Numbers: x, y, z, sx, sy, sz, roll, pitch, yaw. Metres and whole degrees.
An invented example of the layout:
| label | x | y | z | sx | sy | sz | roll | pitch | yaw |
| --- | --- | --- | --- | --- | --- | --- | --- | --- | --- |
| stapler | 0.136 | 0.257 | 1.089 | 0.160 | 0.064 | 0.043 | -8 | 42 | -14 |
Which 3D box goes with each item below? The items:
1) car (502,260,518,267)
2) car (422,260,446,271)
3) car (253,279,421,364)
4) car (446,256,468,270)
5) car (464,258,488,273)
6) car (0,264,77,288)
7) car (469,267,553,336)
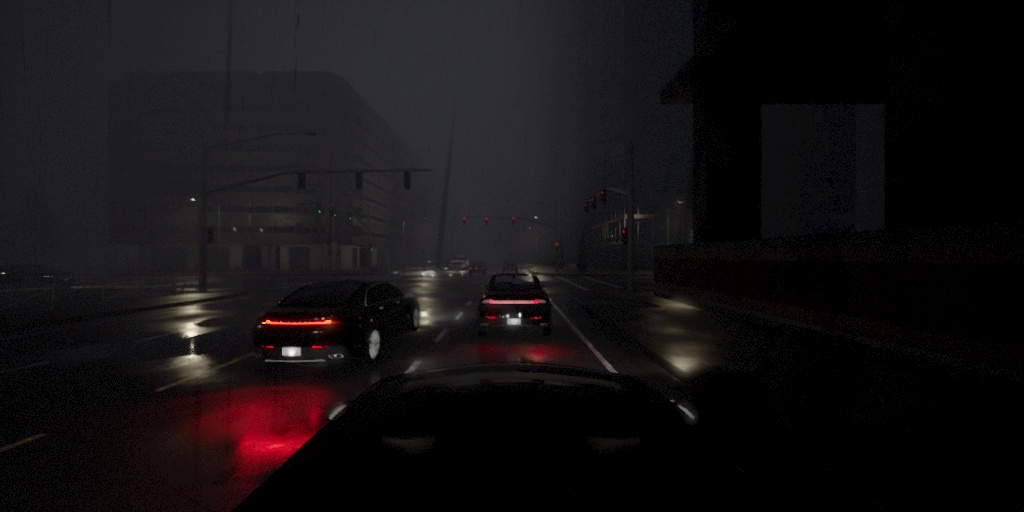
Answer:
| label | x | y | z | sx | sy | sz | roll | pitch | yaw |
| --- | --- | --- | --- | --- | --- | --- | --- | --- | --- |
| car | -0.275 | 1.273 | 45.955 | 1.812 | 1.442 | 4.674 | 0 | 0 | 0 |
| car | -10.971 | 1.238 | 49.210 | 2.128 | 1.511 | 4.902 | 0 | 0 | 0 |
| car | -3.450 | 1.255 | 8.061 | 1.837 | 1.490 | 4.892 | 0 | 0 | 0 |
| car | -7.481 | 0.964 | 51.100 | 2.150 | 2.045 | 5.566 | 0 | 1 | 0 |
| car | -3.716 | 1.309 | 39.527 | 2.033 | 1.411 | 5.357 | 0 | 1 | -1 |
| car | -31.994 | 1.296 | 23.758 | 4.902 | 1.511 | 2.128 | 0 | 0 | 0 |
| car | 0.060 | 1.241 | 10.381 | 2.128 | 1.511 | 4.902 | 0 | 0 | 0 |
